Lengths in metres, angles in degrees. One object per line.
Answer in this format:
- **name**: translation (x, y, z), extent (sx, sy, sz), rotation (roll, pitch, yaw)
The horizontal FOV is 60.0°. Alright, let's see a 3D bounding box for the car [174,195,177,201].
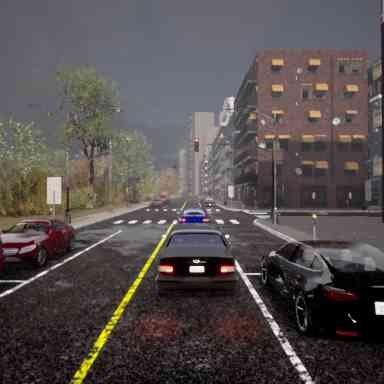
- **car**: translation (-5.249, 1.609, 83.528), extent (2.008, 1.369, 4.403), rotation (1, 0, 0)

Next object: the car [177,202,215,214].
- **car**: translation (0.121, 1.530, 18.574), extent (1.812, 1.442, 4.674), rotation (0, 0, 0)

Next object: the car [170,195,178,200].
- **car**: translation (-5.241, 1.626, 94.881), extent (2.008, 1.369, 4.403), rotation (1, 0, 0)

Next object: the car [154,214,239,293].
- **car**: translation (0.106, 1.550, 8.984), extent (2.033, 1.411, 5.357), rotation (0, 0, 0)

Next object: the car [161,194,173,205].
- **car**: translation (-5.262, 1.347, 60.824), extent (2.192, 1.841, 5.009), rotation (1, 0, 0)

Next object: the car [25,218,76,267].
- **car**: translation (-5.299, 1.585, 11.357), extent (1.802, 1.307, 4.206), rotation (1, 0, 0)

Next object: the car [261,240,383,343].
- **car**: translation (2.578, 1.567, 6.453), extent (1.947, 1.339, 4.313), rotation (1, 0, 0)

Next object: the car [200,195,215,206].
- **car**: translation (2.608, 1.574, 50.270), extent (2.008, 1.369, 4.403), rotation (1, 0, 0)

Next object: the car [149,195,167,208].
- **car**: translation (-5.272, 1.567, 49.472), extent (1.887, 1.381, 4.507), rotation (1, 0, 0)

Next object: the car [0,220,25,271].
- **car**: translation (-5.301, 1.316, 5.702), extent (2.192, 1.841, 5.009), rotation (1, 0, 0)

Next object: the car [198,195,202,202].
- **car**: translation (2.620, 1.621, 67.319), extent (1.802, 1.307, 4.206), rotation (1, 0, 0)

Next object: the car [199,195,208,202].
- **car**: translation (2.629, 1.492, 78.686), extent (1.967, 1.590, 4.097), rotation (1, 0, 0)
